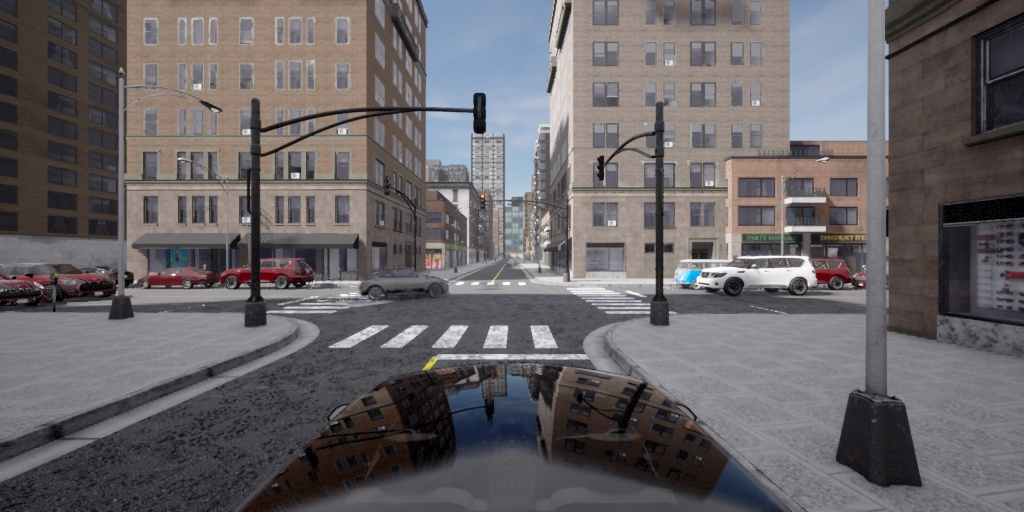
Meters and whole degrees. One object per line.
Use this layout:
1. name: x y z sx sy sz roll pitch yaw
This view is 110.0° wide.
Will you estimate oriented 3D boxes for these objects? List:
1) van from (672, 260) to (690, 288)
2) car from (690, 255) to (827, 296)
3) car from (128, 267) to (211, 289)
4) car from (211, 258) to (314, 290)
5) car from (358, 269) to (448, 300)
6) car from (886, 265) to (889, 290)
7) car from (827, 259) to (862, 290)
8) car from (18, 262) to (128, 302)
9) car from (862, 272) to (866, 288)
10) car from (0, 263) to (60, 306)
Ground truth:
1. van: 12.034 1.108 21.884 3.998 1.789 1.690 0 0 0
2. car: 12.956 0.989 19.119 5.566 2.045 2.150 0 0 0
3. car: -20.437 1.321 22.066 4.207 1.307 1.802 0 0 0
4. car: -14.913 1.059 22.035 5.009 1.841 2.192 0 0 0
5. car: -5.281 1.318 17.595 4.181 1.385 1.994 0 0 -24
6. car: 22.921 1.281 19.065 4.892 1.490 1.837 0 0 0
7. car: 17.630 1.086 21.853 5.009 1.841 2.192 0 0 0
8. car: -20.787 1.091 16.110 4.553 1.767 2.097 0 0 0
9. car: 23.226 1.216 21.821 4.097 1.591 1.967 0 0 0
10. car: -20.459 1.179 13.540 4.097 1.591 1.967 0 0 0
